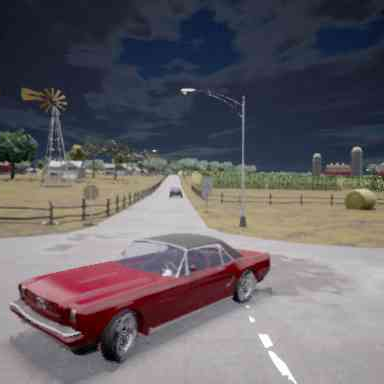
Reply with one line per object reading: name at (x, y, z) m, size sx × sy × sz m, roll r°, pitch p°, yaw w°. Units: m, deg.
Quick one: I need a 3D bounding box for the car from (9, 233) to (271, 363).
car at (-0.514, 1.506, 5.995) m, size 1.895 × 1.301 × 4.718 m, roll 1°, pitch 1°, yaw 42°

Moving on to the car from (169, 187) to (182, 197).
car at (-2.693, -0.099, 55.572) m, size 2.097 × 1.767 × 4.553 m, roll 0°, pitch 2°, yaw -3°
